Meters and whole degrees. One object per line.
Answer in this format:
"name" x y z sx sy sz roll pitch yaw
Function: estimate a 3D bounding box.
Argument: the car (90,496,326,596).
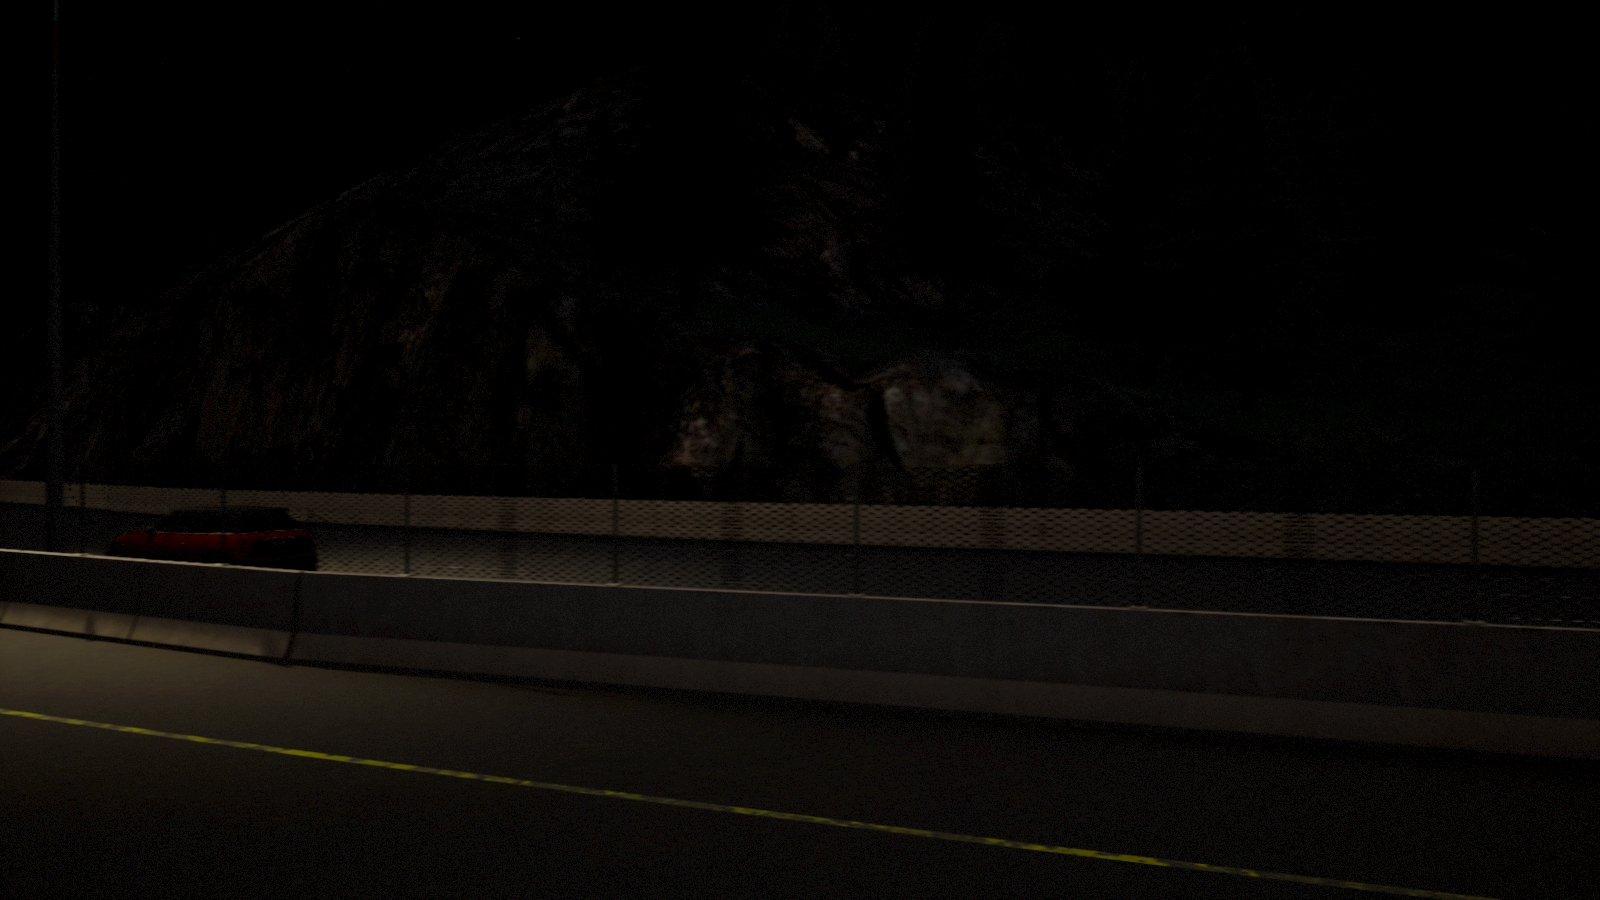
"car" -12.395 1.920 23.897 4.553 1.767 2.097 0 0 26
